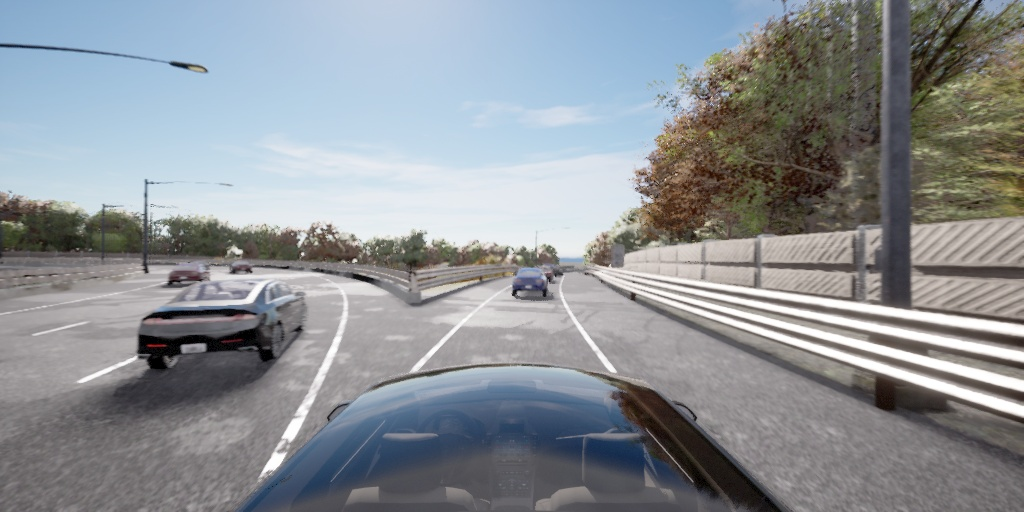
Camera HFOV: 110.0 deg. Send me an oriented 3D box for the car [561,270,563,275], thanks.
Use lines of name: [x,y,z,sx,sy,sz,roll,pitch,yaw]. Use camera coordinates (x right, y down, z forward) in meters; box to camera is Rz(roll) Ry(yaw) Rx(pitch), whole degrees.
car: [6.430,2.196,55.236,2.128,1.511,4.902,0,-3,10]

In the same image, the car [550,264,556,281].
car: [2.633,1.539,31.709,1.895,1.301,4.718,0,-1,9]

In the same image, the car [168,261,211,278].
car: [-22.899,1.270,25.551,1.812,1.442,4.674,1,0,-33]

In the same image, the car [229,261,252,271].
car: [-32.532,1.310,43.034,1.812,1.442,4.674,1,-1,-43]

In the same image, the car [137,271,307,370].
car: [-5.845,1.241,7.866,2.128,1.511,4.902,1,0,-21]

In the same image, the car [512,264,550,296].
car: [1.054,1.384,20.163,1.812,1.442,4.674,0,0,6]

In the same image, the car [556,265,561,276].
car: [4.438,1.672,43.127,2.128,1.511,4.902,0,-2,9]
